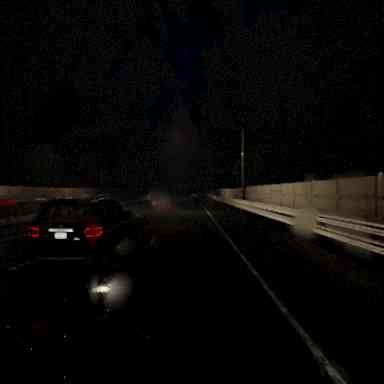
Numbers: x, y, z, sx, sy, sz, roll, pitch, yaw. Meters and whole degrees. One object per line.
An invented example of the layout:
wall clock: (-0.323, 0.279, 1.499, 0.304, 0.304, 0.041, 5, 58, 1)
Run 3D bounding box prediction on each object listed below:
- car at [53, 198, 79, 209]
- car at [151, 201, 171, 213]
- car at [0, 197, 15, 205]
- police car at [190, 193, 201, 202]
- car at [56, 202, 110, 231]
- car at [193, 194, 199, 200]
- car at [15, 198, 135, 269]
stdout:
car: (-17.551, 1.533, 46.458, 1.812, 1.442, 4.674, 0, 0, 0)
car: (-3.380, 1.608, 37.154, 1.895, 1.301, 4.718, 0, 0, 0)
car: (-24.562, 1.485, 42.924, 1.882, 1.535, 5.008, 0, 0, 0)
police car: (1.091, 1.432, 78.440, 1.930, 1.638, 5.238, 0, 0, 0)
car: (-6.889, 1.482, 21.652, 1.882, 1.535, 5.008, 0, 0, 0)
car: (1.100, 1.429, 94.519, 1.801, 1.575, 5.366, 0, 0, 0)
car: (-3.394, 1.224, 11.288, 2.150, 2.045, 5.566, 0, 0, 0)
